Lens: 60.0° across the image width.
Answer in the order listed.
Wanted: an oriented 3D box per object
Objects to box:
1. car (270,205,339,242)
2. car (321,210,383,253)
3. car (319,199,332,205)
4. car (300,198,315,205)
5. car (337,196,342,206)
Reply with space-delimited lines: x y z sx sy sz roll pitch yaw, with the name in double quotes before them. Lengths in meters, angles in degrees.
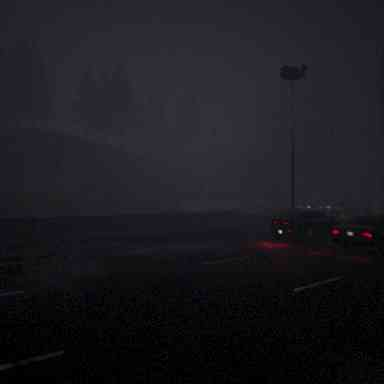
"car" 6.077 1.654 17.437 4.892 1.490 1.837 0 0 -40
"car" 8.083 1.692 14.548 5.357 1.411 2.033 1 0 -40
"car" 26.629 2.107 66.152 1.812 1.442 4.674 0 0 34
"car" 23.641 2.050 67.977 1.882 1.535 5.008 0 0 34
"car" 29.603 1.817 64.305 2.150 2.045 5.566 0 0 34
